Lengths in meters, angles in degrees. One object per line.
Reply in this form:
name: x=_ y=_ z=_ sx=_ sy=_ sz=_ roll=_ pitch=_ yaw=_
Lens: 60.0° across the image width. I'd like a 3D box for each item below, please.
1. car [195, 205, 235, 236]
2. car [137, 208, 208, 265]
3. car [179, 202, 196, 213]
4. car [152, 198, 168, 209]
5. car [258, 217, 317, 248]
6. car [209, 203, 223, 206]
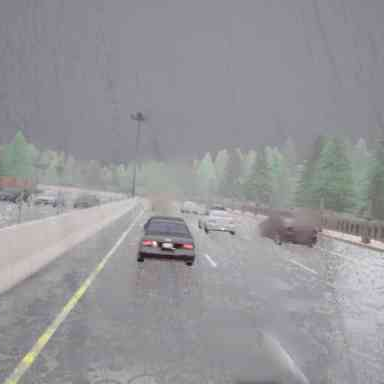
car: x=1.565 y=1.889 z=21.562 sx=1.812 sy=1.442 sz=4.674 roll=5 pitch=0 yaw=-6
car: x=-0.958 y=1.583 z=12.043 sx=2.033 sy=1.411 sz=5.357 roll=5 pitch=-1 yaw=-6
car: x=-0.432 y=1.906 z=40.817 sx=1.812 sy=1.442 sz=4.674 roll=5 pitch=0 yaw=-6
car: x=-3.992 y=1.540 z=41.351 sx=1.882 sy=1.535 sz=5.008 roll=5 pitch=0 yaw=-6
car: x=5.329 y=2.157 z=19.071 sx=1.882 sy=1.535 sz=5.008 roll=5 pitch=0 yaw=-6
car: x=2.943 y=2.178 z=42.060 sx=1.882 sy=1.535 sz=5.008 roll=5 pitch=0 yaw=-6
